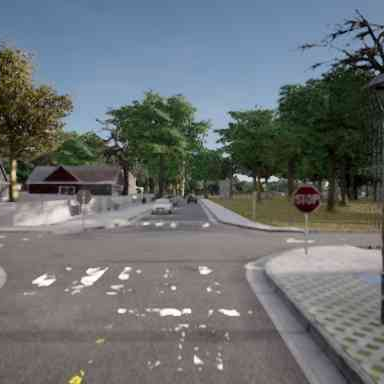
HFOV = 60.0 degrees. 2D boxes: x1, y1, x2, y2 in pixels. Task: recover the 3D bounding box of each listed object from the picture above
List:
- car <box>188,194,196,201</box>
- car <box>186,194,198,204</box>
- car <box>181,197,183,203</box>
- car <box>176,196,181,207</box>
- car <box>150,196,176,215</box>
[{"bbox_3d":[0.000,1.162,69.764,1.812,1.442,4.674,0,0,0],"label":"car"},{"bbox_3d":[-0.003,1.319,59.339,1.837,1.490,4.892,0,0,0],"label":"car"},{"bbox_3d":[-2.752,1.476,63.894,1.895,1.301,4.718,0,0,0],"label":"car"},{"bbox_3d":[-2.837,1.329,46.166,1.837,1.490,4.892,0,1,0],"label":"car"},{"bbox_3d":[-2.845,1.380,32.316,1.812,1.442,4.674,0,0,0],"label":"car"}]
